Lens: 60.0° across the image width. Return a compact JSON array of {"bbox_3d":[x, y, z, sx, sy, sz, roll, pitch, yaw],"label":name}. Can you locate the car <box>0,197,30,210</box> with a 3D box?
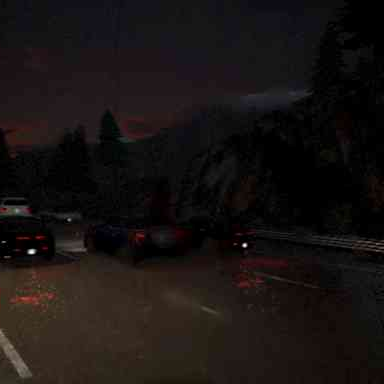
[{"bbox_3d":[-14.941,1.446,26.897,2.150,2.045,5.566,2,-1,-43],"label":"car"}]

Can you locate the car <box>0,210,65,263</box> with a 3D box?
[{"bbox_3d":[-6.572,1.616,12.241,1.837,1.490,4.892,2,-2,-40],"label":"car"}]

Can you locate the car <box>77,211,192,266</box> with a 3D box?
[{"bbox_3d":[-2.360,1.562,12.697,2.097,1.767,4.553,2,-1,-40],"label":"car"}]

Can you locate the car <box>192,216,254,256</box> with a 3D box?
[{"bbox_3d":[0.477,1.815,14.756,1.837,1.490,4.892,2,-2,-40],"label":"car"}]

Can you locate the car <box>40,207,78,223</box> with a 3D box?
[{"bbox_3d":[-11.189,1.924,27.966,1.895,1.301,4.718,2,-2,-43],"label":"car"}]
